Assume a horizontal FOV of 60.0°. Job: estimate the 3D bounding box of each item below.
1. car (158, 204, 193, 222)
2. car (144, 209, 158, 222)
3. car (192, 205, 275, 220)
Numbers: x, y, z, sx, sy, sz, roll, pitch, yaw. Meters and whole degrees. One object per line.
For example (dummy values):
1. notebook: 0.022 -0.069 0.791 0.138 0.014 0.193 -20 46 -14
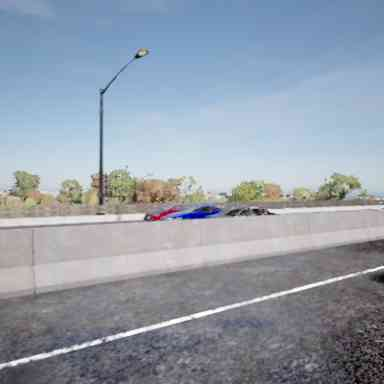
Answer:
1. car: 0.460 1.574 21.428 4.674 1.442 1.812 0 0 -35
2. car: -1.389 1.613 24.403 4.181 1.385 1.994 0 0 -35
3. car: 2.673 1.555 18.704 4.892 1.490 1.837 0 0 -35
